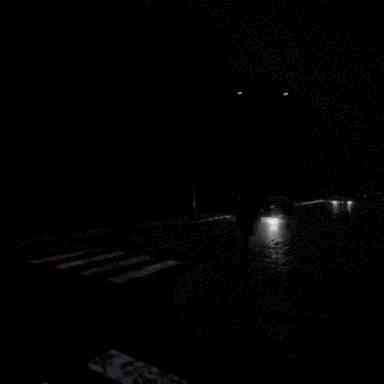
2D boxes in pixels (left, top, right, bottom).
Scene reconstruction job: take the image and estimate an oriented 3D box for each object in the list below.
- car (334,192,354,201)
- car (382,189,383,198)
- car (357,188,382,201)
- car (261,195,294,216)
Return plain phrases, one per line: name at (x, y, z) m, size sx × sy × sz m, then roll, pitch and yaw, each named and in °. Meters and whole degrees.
car at (20.254, 0.354, 44.189) m, size 1.812 × 1.442 × 4.674 m, roll 0°, pitch 1°, yaw 36°
car at (28.360, 0.156, 50.458) m, size 2.033 × 1.411 × 5.357 m, roll 0°, pitch 2°, yaw 36°
car at (22.496, 0.413, 42.427) m, size 1.994 × 1.385 × 4.181 m, roll 0°, pitch 2°, yaw 37°
car at (6.224, 0.942, 25.105) m, size 1.812 × 1.442 × 4.674 m, roll 0°, pitch 2°, yaw 36°
